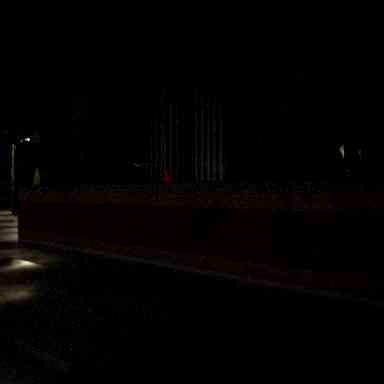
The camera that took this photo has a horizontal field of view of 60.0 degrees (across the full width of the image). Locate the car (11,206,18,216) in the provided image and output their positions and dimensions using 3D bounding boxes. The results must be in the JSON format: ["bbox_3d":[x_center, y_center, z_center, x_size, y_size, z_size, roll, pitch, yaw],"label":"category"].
[{"bbox_3d":[-14.506,1.519,31.786,1.882,1.535,5.008,0,0,37],"label":"car"}]
